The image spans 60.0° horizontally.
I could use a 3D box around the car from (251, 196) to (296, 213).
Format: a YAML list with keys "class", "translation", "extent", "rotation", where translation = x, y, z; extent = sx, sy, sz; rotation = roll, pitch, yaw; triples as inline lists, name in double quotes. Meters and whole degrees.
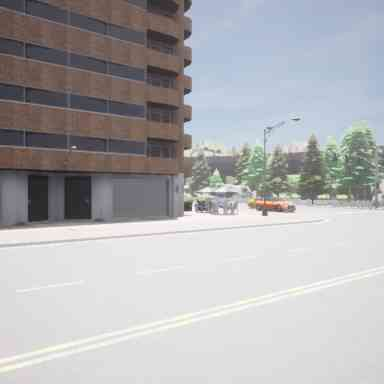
- class: "car"
  translation: [9.220, 1.296, 36.753]
  extent: [2.097, 1.767, 4.553]
  rotation: [0, 0, -33]

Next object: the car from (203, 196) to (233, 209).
- class: "car"
  translation: [3.570, 1.492, 45.280]
  extent: [2.033, 1.411, 5.357]
  rotation: [0, 0, -34]

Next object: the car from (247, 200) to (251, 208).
- class: "car"
  translation: [9.327, 1.422, 42.873]
  extent: [1.882, 1.535, 5.008]
  rotation: [0, 0, -34]

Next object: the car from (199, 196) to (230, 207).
- class: "car"
  translation: [3.381, 1.422, 51.162]
  extent: [1.882, 1.535, 5.008]
  rotation: [0, 0, -40]
